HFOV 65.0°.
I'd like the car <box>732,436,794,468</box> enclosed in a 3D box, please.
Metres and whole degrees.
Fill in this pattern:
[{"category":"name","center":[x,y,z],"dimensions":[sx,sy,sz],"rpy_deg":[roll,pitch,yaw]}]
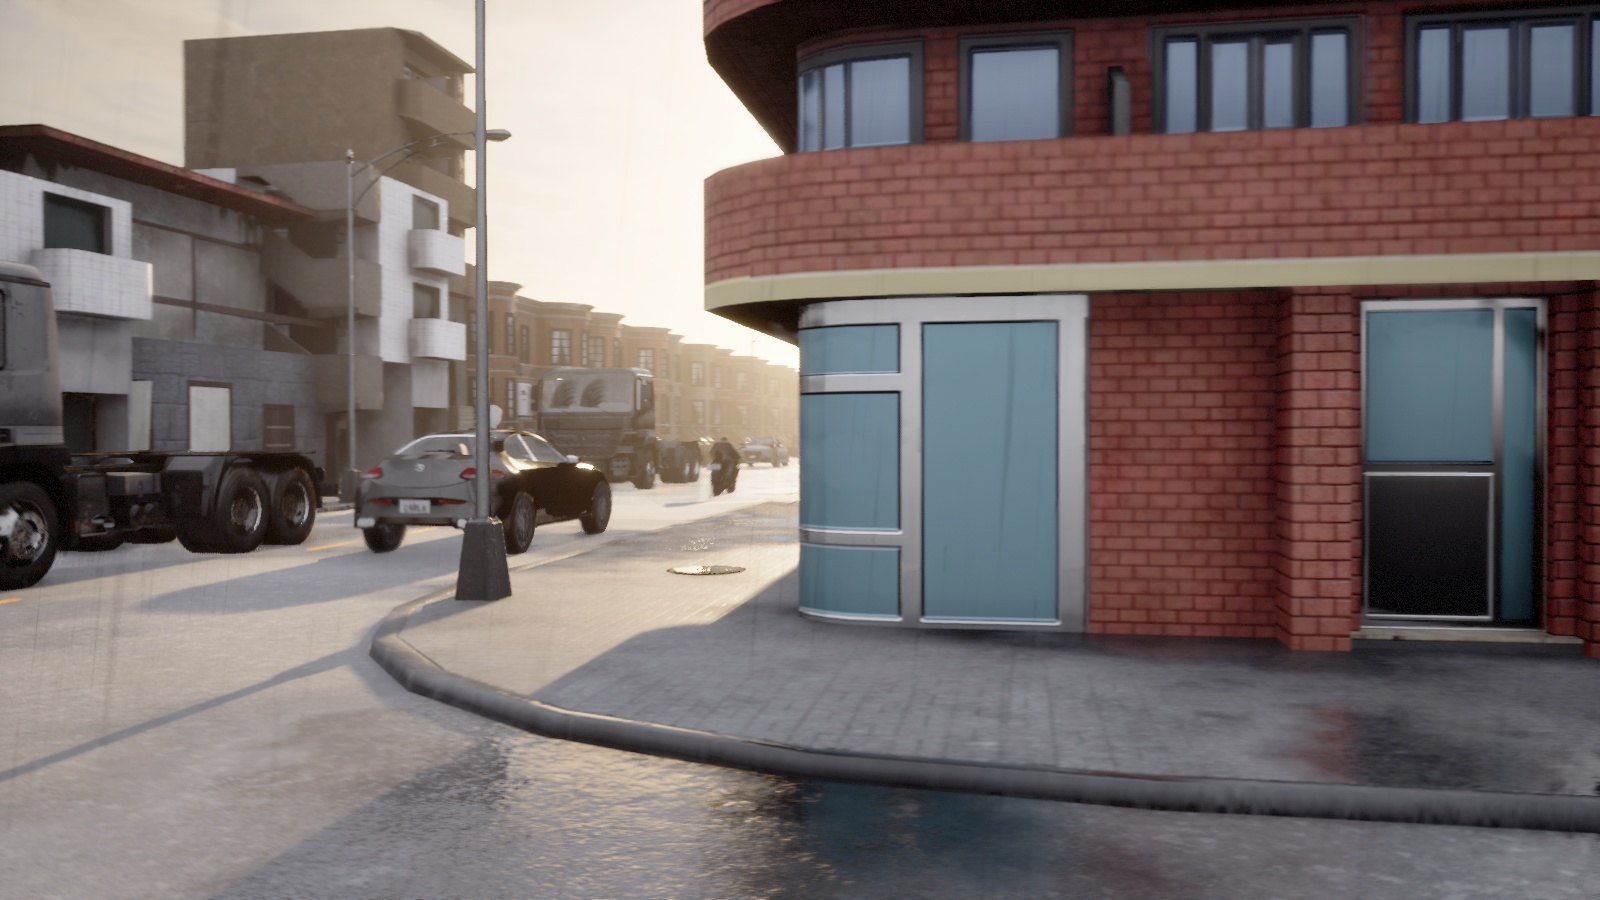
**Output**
[{"category":"car","center":[-1.632,0.072,56.594],"dimensions":[1.994,1.385,4.181],"rpy_deg":[0,1,10]}]

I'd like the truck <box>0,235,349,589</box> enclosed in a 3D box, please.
[{"category":"truck","center":[-8.832,-0.414,15.136],"dimensions":[2.891,3.462,7.936],"rpy_deg":[0,1,9]}]

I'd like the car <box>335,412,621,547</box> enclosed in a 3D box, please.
[{"category":"car","center":[-4.361,0.326,18.055],"dimensions":[2.152,1.651,5.027],"rpy_deg":[0,1,9]}]

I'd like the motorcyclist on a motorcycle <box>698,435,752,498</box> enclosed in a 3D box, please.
[{"category":"motorcyclist on a motorcycle","center":[-1.888,0.395,31.918],"dimensions":[0.866,1.530,2.191],"rpy_deg":[0,1,10]}]

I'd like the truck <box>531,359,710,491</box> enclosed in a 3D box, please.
[{"category":"truck","center":[-5.038,-0.711,37.080],"dimensions":[2.891,3.462,7.936],"rpy_deg":[0,1,10]}]
